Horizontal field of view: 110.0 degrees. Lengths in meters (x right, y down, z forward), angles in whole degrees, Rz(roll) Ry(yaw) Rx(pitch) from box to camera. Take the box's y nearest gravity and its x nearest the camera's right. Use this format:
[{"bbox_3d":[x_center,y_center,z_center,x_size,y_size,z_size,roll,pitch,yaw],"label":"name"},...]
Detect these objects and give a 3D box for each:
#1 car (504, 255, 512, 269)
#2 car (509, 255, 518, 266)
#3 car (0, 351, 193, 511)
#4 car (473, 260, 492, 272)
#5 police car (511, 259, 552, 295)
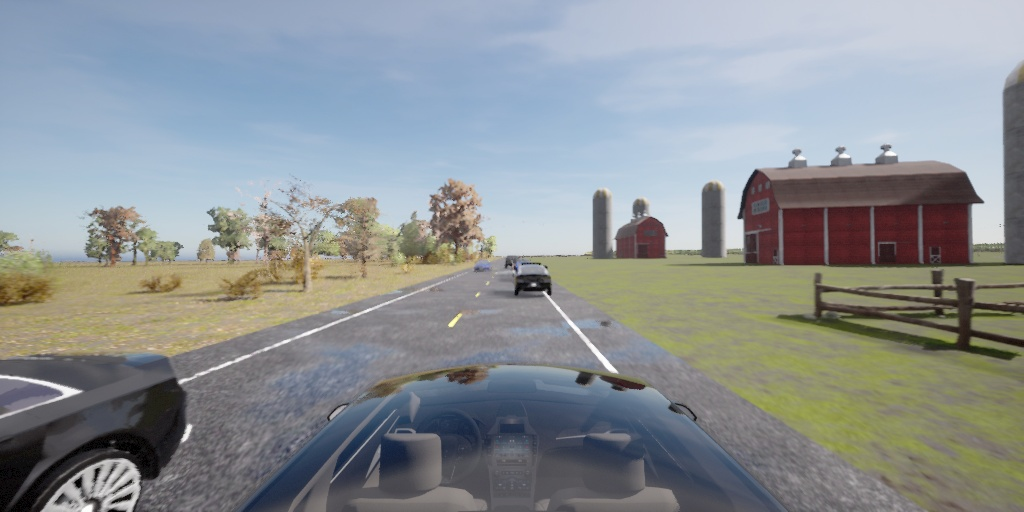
[{"bbox_3d":[-0.017,0.897,55.225,2.150,2.045,5.566,0,0,0],"label":"car"},{"bbox_3d":[1.037,1.059,35.482,2.097,1.767,4.553,0,0,0],"label":"car"},{"bbox_3d":[-3.600,1.242,0.908,2.128,1.511,4.902,0,0,0],"label":"car"},{"bbox_3d":[-3.592,1.219,44.553,1.812,1.442,4.674,0,0,0],"label":"car"},{"bbox_3d":[1.044,1.155,19.621,1.930,1.638,5.238,0,0,0],"label":"police car"}]
